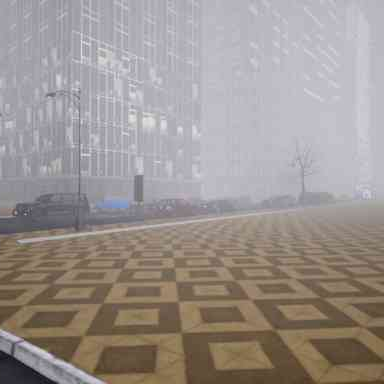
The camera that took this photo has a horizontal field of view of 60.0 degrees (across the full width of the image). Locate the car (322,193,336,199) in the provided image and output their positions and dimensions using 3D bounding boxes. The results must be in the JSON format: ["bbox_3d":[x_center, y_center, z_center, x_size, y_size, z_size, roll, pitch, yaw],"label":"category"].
[{"bbox_3d":[33.091,0.828,80.209,1.947,1.339,4.313,1,1,41],"label":"car"}]

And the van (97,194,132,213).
[{"bbox_3d":[-7.665,1.107,32.723,1.690,1.788,3.998,1,1,41],"label":"van"}]

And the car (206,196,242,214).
[{"bbox_3d":[2.530,1.320,31.467,1.947,1.339,4.313,1,1,41],"label":"car"}]

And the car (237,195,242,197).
[{"bbox_3d":[3.912,1.259,42.080,1.895,1.301,4.718,0,1,41],"label":"car"}]

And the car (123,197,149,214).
[{"bbox_3d":[-4.034,1.358,32.807,1.895,1.301,4.718,0,1,41],"label":"car"}]

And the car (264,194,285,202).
[{"bbox_3d":[14.606,1.056,58.589,1.947,1.339,4.313,1,1,41],"label":"car"}]

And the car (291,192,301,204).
[{"bbox_3d":[13.710,1.084,48.639,1.837,1.490,4.892,0,1,40],"label":"car"}]

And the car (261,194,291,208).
[{"bbox_3d":[9.872,1.244,40.157,1.802,1.307,4.206,1,1,41],"label":"car"}]

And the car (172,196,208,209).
[{"bbox_3d":[-0.188,1.218,41.300,1.887,1.381,4.507,1,1,41],"label":"car"}]

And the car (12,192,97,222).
[{"bbox_3d":[-10.477,1.059,25.273,2.150,2.045,5.566,0,1,41],"label":"car"}]

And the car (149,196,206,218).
[{"bbox_3d":[-1.124,1.240,27.106,1.967,1.590,4.097,1,1,41],"label":"car"}]

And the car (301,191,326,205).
[{"bbox_3d":[17.267,0.885,48.800,2.192,1.841,5.009,1,1,41],"label":"car"}]

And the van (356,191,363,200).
[{"bbox_3d":[35.752,0.683,70.420,1.690,1.788,3.998,1,1,41],"label":"van"}]

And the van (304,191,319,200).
[{"bbox_3d":[25.698,0.694,71.557,1.690,1.788,3.998,1,1,41],"label":"van"}]

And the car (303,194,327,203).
[{"bbox_3d":[21.313,1.032,57.532,2.033,1.411,5.357,0,1,41],"label":"car"}]

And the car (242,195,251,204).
[{"bbox_3d":[7.211,1.148,49.941,1.947,1.339,4.313,1,1,41],"label":"car"}]

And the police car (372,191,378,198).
[{"bbox_3d":[43.132,0.672,79.562,1.930,1.638,5.238,0,1,41],"label":"police car"}]

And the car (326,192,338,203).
[{"bbox_3d":[20.964,0.839,53.124,2.192,1.841,5.009,1,1,41],"label":"car"}]

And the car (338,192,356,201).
[{"bbox_3d":[28.468,0.957,61.904,1.752,1.417,4.829,1,1,41],"label":"car"}]
